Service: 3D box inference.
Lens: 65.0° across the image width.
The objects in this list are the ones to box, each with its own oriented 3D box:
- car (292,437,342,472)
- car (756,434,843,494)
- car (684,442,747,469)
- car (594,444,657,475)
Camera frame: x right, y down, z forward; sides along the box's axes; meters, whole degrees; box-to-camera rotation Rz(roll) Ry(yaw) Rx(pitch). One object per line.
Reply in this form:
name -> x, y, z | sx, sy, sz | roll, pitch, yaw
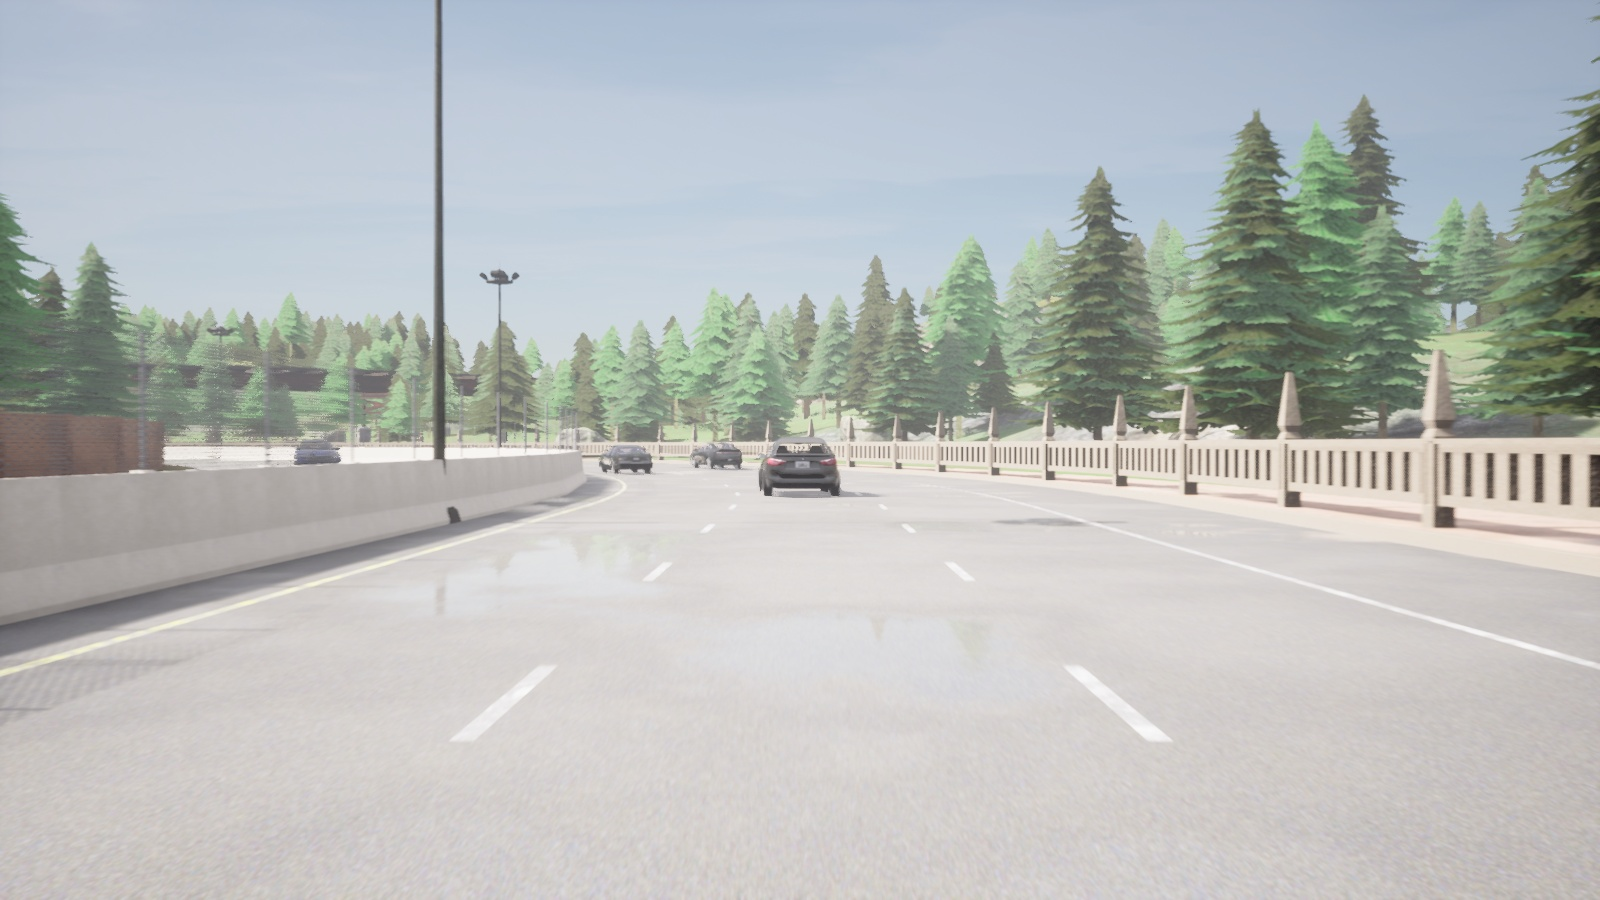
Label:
car -> -25.566, 0.207, 66.412 | 2.097, 1.767, 4.553 | 0, 0, -25
car -> -0.097, 0.380, 36.988 | 2.242, 1.667, 4.611 | 0, 0, -4
car -> -4.873, 0.292, 71.540 | 2.128, 1.511, 4.902 | 0, 0, -23
car -> -8.695, 0.434, 62.061 | 2.033, 1.411, 5.357 | 0, 0, -20
